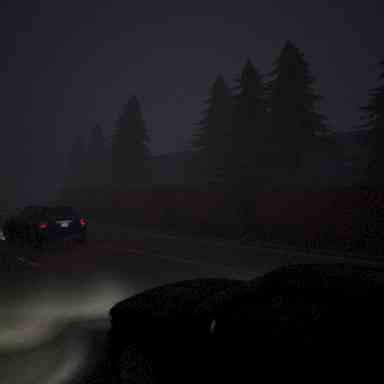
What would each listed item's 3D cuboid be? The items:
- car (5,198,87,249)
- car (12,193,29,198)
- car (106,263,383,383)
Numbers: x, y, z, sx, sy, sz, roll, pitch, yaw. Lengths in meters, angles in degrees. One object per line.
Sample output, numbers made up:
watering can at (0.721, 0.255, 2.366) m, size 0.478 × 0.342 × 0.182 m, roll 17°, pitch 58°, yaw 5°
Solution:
car at (-6.549, 1.324, 14.668) m, size 4.553 × 1.767 × 2.097 m, roll 0°, pitch 0°, yaw 45°
car at (-39.588, 1.038, 76.863) m, size 2.097 × 1.767 × 4.553 m, roll 0°, pitch 0°, yaw 2°
car at (1.251, 1.483, 3.250) m, size 5.008 × 1.535 × 1.882 m, roll 0°, pitch 0°, yaw 37°
